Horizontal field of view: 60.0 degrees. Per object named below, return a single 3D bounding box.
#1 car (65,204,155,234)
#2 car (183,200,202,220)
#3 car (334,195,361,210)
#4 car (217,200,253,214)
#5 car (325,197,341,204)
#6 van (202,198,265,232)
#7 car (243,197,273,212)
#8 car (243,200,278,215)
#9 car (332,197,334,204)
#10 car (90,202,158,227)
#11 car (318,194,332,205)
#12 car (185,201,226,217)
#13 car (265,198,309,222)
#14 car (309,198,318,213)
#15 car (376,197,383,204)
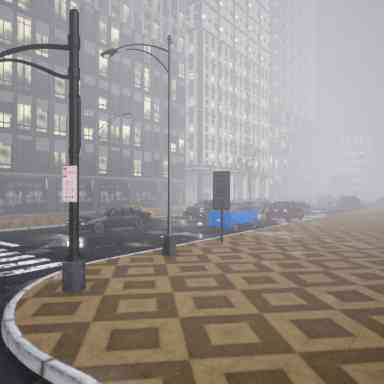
[{"bbox_3d":[-4.711,1.564,19.788,2.033,1.411,5.357,0,0,38],"label":"car"},{"bbox_3d":[1.262,1.375,27.552,2.097,1.767,4.553,0,0,38],"label":"car"},{"bbox_3d":[21.131,1.369,44.529,2.192,1.841,5.009,0,0,38],"label":"car"},{"bbox_3d":[4.713,1.571,36.097,1.887,1.381,4.507,0,0,38],"label":"car"},{"bbox_3d":[28.445,1.625,66.977,2.008,1.369,4.403,0,0,38],"label":"car"},{"bbox_3d":[2.613,1.368,20.250,1.690,1.788,3.998,0,0,38],"label":"van"},{"bbox_3d":[8.103,1.471,40.508,1.967,1.590,4.097,0,0,38],"label":"car"},{"bbox_3d":[7.307,1.594,35.406,1.994,1.385,4.181,0,0,38],"label":"car"},{"bbox_3d":[24.364,1.414,52.782,2.097,1.767,4.553,0,0,37],"label":"car"},{"bbox_3d":[-4.780,1.540,23.958,1.752,1.417,4.829,0,0,38],"label":"car"},{"bbox_3d":[25.055,1.381,62.566,2.192,1.841,5.009,0,0,38],"label":"car"},{"bbox_3d":[1.322,1.604,31.685,1.802,1.307,4.206,0,0,38],"label":"car"},{"bbox_3d":[7.570,1.473,26.882,1.967,1.590,4.097,0,0,38],"label":"car"},{"bbox_3d":[11.455,1.528,35.983,2.128,1.511,4.902,0,0,38],"label":"car"},{"bbox_3d":[38.082,1.659,66.585,1.947,1.339,4.313,0,0,38],"label":"car"}]
